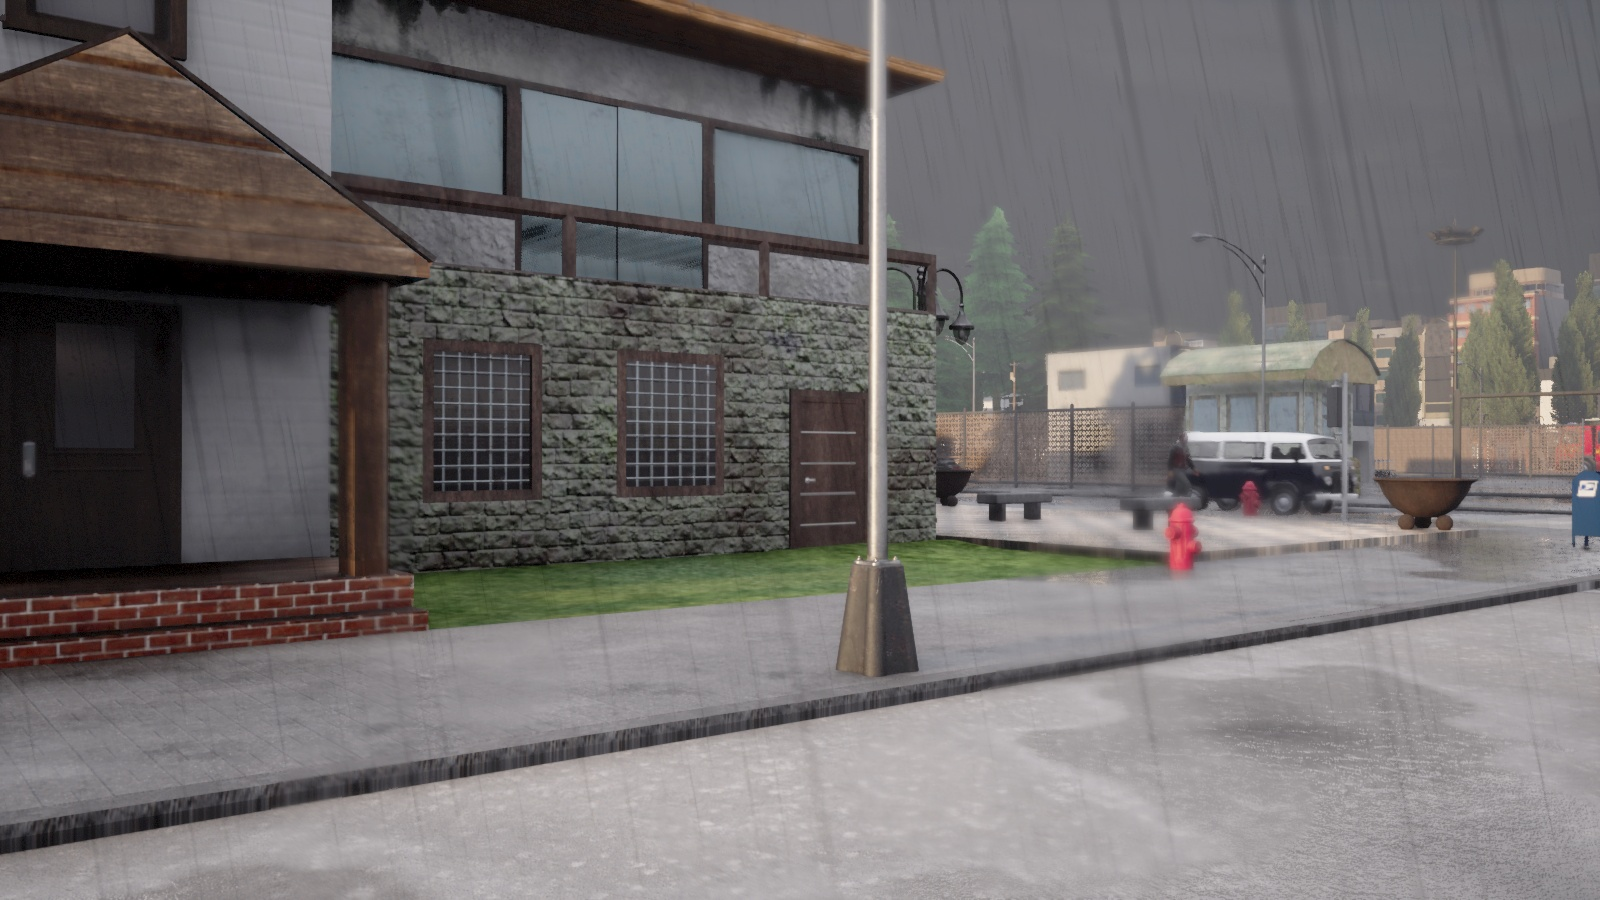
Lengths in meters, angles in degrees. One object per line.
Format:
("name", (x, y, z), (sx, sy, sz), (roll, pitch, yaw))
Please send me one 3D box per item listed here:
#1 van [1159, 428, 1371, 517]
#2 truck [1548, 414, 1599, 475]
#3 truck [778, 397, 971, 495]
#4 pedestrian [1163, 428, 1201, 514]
("van", (11.358, 0.520, 30.941), (2.069, 2.038, 4.480), (0, 0, -38))
("truck", (52.102, -0.338, 78.686), (2.891, 3.827, 8.468), (0, 0, -39))
("truck", (2.704, -0.125, 48.376), (2.891, 3.462, 7.936), (0, 0, -38))
("pedestrian", (8.359, 0.463, 27.500), (0.376, 1.854, 0.720), (0, 0, -36))
